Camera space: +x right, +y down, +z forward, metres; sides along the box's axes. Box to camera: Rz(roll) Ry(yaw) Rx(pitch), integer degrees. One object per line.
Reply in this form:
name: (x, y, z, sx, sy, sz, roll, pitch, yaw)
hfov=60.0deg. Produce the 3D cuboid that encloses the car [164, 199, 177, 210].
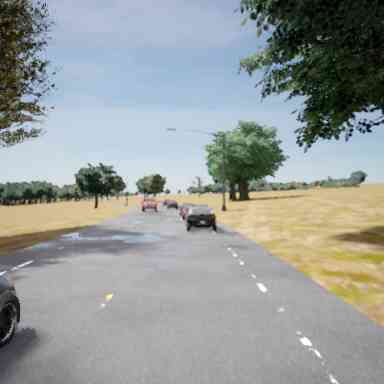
car: (-3.295, 2.226, 56.473, 1.837, 1.490, 4.892, 0, -1, -7)

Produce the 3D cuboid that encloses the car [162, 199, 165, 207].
car: (-5.400, 2.250, 72.469, 2.097, 1.767, 4.553, 0, -2, -9)

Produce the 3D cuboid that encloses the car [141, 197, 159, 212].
car: (-5.954, 1.779, 47.089, 2.150, 2.045, 5.566, 0, -1, -5)

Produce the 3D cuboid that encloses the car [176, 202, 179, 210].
car: (-0.503, 1.933, 38.274, 1.837, 1.490, 4.892, 0, -1, -5)

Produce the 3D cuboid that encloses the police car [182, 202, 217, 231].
police car: (0.512, 1.636, 22.326, 1.930, 1.638, 5.238, 0, -1, -3)

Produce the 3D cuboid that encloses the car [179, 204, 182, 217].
car: (-0.058, 1.872, 32.255, 1.812, 1.442, 4.674, 0, -1, -4)

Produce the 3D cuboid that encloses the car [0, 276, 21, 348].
car: (-3.649, 1.582, 3.498, 1.994, 1.385, 4.181, 0, 0, -1)
